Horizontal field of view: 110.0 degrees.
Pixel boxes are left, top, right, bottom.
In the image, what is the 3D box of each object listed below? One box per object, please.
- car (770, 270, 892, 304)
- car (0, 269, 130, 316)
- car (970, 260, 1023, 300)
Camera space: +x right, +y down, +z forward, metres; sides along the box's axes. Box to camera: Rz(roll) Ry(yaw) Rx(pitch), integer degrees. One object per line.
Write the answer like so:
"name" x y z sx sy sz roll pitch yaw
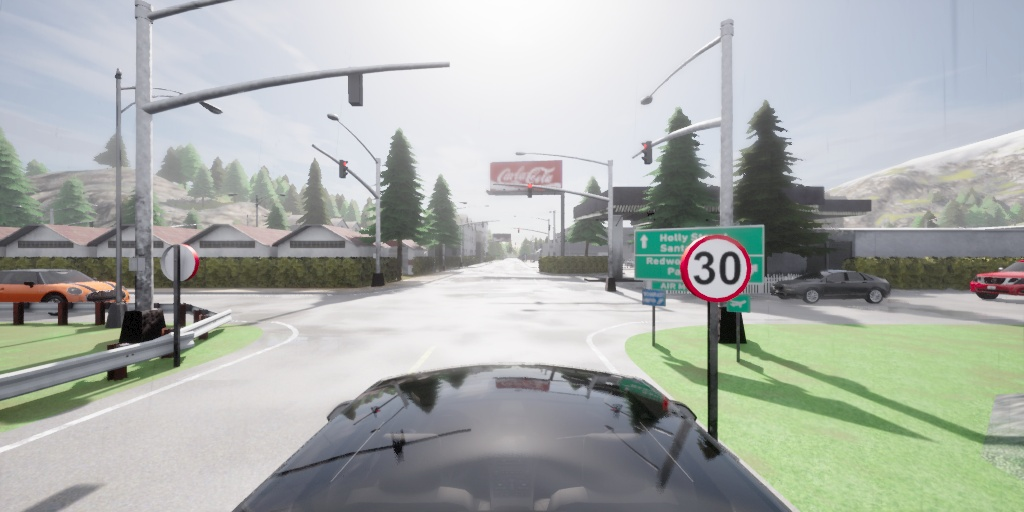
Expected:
"car" 15.212 1.446 17.262 4.892 1.490 1.837 0 0 1
"car" -17.966 1.294 14.022 4.553 1.767 2.097 0 0 1
"car" 25.675 1.163 17.119 5.566 2.045 2.150 0 0 0
